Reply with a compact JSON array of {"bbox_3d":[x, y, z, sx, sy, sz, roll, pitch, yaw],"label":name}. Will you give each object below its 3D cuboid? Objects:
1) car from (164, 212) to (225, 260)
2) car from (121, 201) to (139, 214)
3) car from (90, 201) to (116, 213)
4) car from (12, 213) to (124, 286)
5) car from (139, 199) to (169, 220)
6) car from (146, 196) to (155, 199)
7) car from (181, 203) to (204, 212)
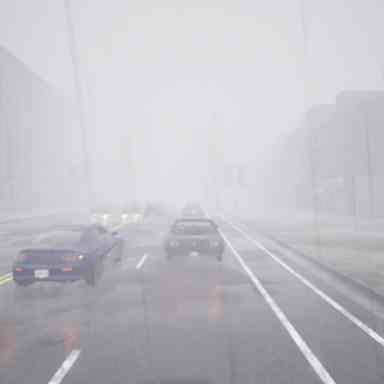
[{"bbox_3d":[0.081,1.627,12.429,1.895,1.301,4.718,0,0,0],"label":"car"},{"bbox_3d":[-6.630,1.702,37.191,1.994,1.385,4.181,0,0,0],"label":"car"},{"bbox_3d":[-9.880,1.702,37.235,1.994,1.385,4.181,0,0,0],"label":"car"},{"bbox_3d":[-3.174,1.543,9.301,1.812,1.442,4.674,0,0,0],"label":"car"},{"bbox_3d":[-3.186,1.602,29.502,1.837,1.490,4.892,0,0,0],"label":"car"},{"bbox_3d":[-9.834,1.747,78.811,2.097,1.767,4.553,0,-1,0],"label":"car"},{"bbox_3d":[0.063,1.664,29.998,1.994,1.385,4.181,0,0,0],"label":"car"}]
